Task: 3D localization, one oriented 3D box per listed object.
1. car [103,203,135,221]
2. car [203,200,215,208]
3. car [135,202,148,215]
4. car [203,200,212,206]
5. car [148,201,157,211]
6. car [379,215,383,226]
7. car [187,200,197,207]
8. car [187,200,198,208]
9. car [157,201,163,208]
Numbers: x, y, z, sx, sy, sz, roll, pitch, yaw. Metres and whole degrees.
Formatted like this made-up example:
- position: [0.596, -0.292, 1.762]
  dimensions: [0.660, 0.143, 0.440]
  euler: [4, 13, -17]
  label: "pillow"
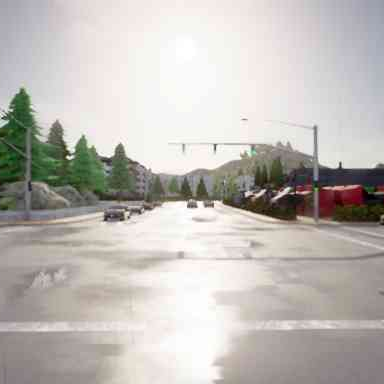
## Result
- position: [-7.137, 1.928, 32.104]
  dimensions: [1.837, 1.490, 4.892]
  euler: [0, -1, 1]
  label: "car"
- position: [3.460, 2.479, 66.678]
  dimensions: [1.895, 1.301, 4.718]
  euler: [0, -1, 0]
  label: "car"
- position: [-7.122, 2.081, 42.170]
  dimensions: [1.812, 1.442, 4.674]
  euler: [0, -1, 0]
  label: "car"
- position: [3.454, 2.473, 75.588]
  dimensions: [1.895, 1.301, 4.718]
  euler: [0, -1, 0]
  label: "car"
- position: [-7.111, 2.284, 51.899]
  dimensions: [1.895, 1.301, 4.718]
  euler: [0, -1, 0]
  label: "car"
- position: [14.931, 1.710, 21.699]
  dimensions: [5.008, 1.535, 1.882]
  euler: [0, -1, 0]
  label: "car"
- position: [-0.046, 2.529, 76.234]
  dimensions: [2.128, 1.511, 4.902]
  euler: [0, -1, 0]
  label: "car"
- position: [0.060, 2.409, 64.166]
  dimensions: [1.994, 1.385, 4.181]
  euler: [0, -1, 0]
  label: "car"
- position: [-7.041, 2.443, 67.472]
  dimensions: [1.994, 1.385, 4.181]
  euler: [0, -1, 0]
  label: "car"
